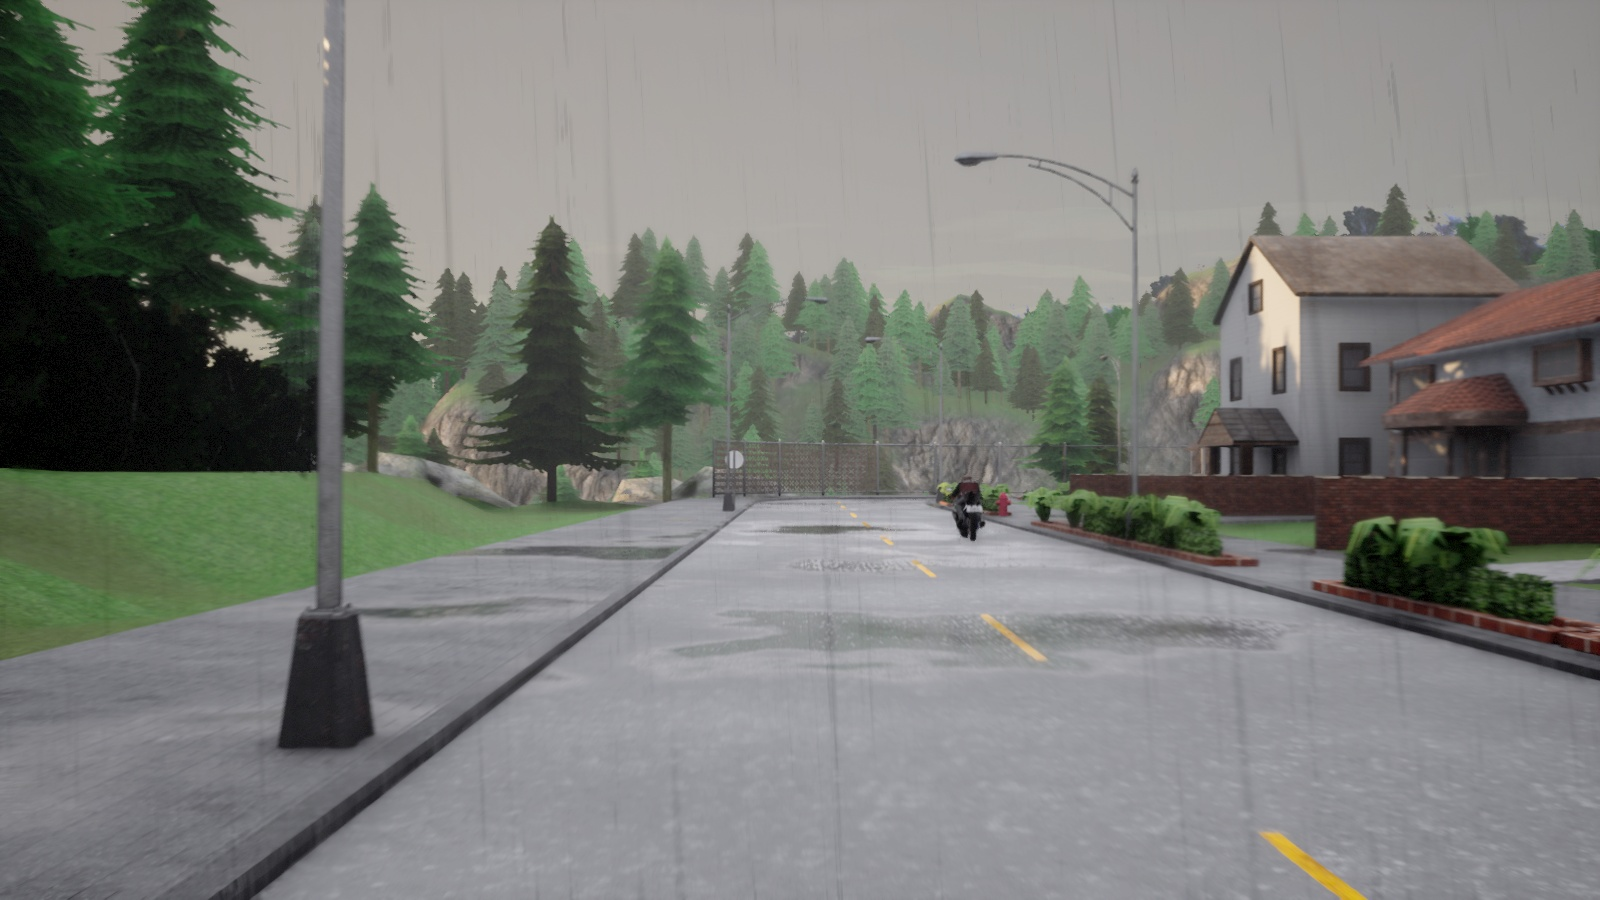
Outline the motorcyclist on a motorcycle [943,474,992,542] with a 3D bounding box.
[{"bbox_3d":[3.928,1.331,29.618,0.866,1.530,2.191,0,-1,0],"label":"motorcyclist on a motorcycle"}]
